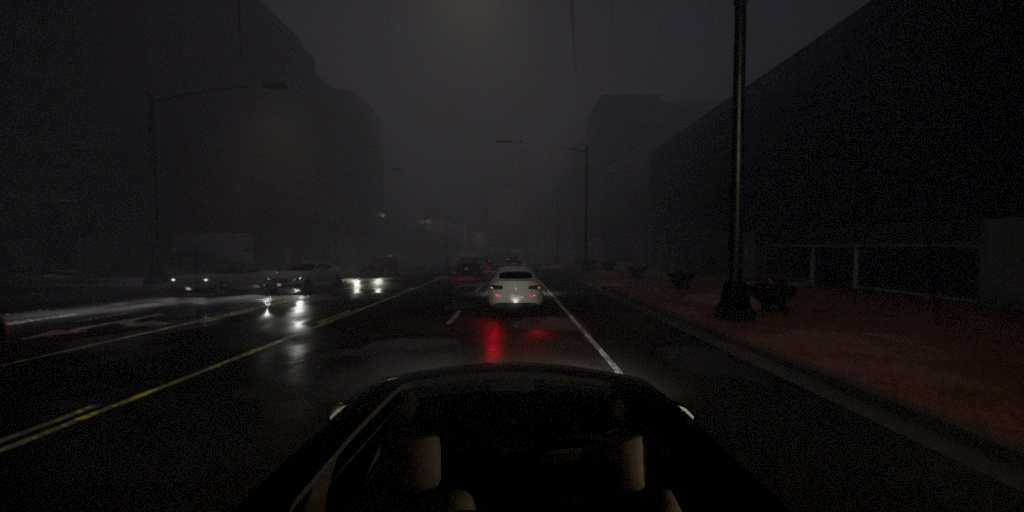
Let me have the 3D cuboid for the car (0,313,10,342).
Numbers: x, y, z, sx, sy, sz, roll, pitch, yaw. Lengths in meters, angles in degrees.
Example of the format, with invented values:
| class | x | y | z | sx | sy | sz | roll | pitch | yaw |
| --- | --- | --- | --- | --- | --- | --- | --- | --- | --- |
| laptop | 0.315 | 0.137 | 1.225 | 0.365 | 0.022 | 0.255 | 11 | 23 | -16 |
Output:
| class | x | y | z | sx | sy | sz | roll | pitch | yaw |
| --- | --- | --- | --- | --- | --- | --- | --- | --- | --- |
| car | -10.594 | 1.044 | 4.735 | 2.097 | 1.767 | 4.553 | 0 | 1 | 0 |

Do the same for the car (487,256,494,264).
| class | x | y | z | sx | sy | sz | roll | pitch | yaw |
| --- | --- | --- | --- | --- | --- | --- | --- | --- | --- |
| car | -3.295 | 0.592 | 46.073 | 1.895 | 1.301 | 4.718 | 0 | 1 | 0 |

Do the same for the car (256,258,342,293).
| class | x | y | z | sx | sy | sz | roll | pitch | yaw |
| --- | --- | --- | --- | --- | --- | --- | --- | --- | --- |
| car | -10.461 | 0.986 | 18.449 | 1.812 | 1.442 | 4.674 | 0 | 1 | 0 |

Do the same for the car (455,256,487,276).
| class | x | y | z | sx | sy | sz | roll | pitch | yaw |
| --- | --- | --- | --- | --- | --- | --- | --- | --- | --- |
| car | -3.356 | 0.759 | 29.050 | 1.882 | 1.535 | 5.008 | 0 | 1 | 0 |

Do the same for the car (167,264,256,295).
| class | x | y | z | sx | sy | sz | roll | pitch | yaw |
| --- | --- | --- | --- | --- | --- | --- | --- | --- | --- |
| car | -13.969 | 1.075 | 17.697 | 1.895 | 1.301 | 4.718 | 0 | 1 | 1 |

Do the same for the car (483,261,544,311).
| class | x | y | z | sx | sy | sz | roll | pitch | yaw |
| --- | --- | --- | --- | --- | --- | --- | --- | --- | --- |
| car | 0.124 | 1.072 | 13.138 | 1.812 | 1.442 | 4.674 | 0 | 1 | 0 |

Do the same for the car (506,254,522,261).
| class | x | y | z | sx | sy | sz | roll | pitch | yaw |
| --- | --- | --- | --- | --- | --- | --- | --- | --- | --- |
| car | 0.210 | 0.556 | 41.941 | 2.128 | 1.511 | 4.902 | 0 | 1 | 0 |

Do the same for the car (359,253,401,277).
| class | x | y | z | sx | sy | sz | roll | pitch | yaw |
| --- | --- | --- | --- | --- | --- | --- | --- | --- | --- |
| car | -10.445 | 0.768 | 28.590 | 1.882 | 1.535 | 5.008 | 0 | 1 | 1 |
